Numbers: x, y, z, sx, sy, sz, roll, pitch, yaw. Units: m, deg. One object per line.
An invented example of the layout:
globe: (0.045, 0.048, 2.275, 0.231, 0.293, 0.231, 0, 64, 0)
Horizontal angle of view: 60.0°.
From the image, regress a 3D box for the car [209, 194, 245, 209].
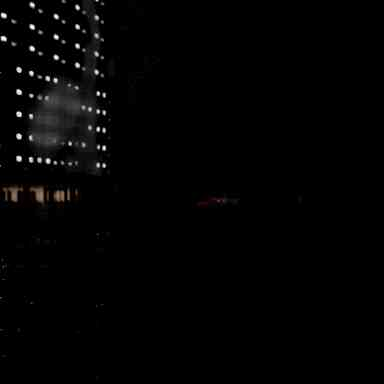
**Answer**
car: (5.125, 1.307, 48.024, 2.150, 2.045, 5.566, 0, -1, 34)

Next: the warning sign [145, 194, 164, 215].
warning sign: (-3.415, 1.095, 30.162, 1.300, 1.860, 1.060, 1, 0, 34)

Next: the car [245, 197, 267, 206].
car: (11.552, 1.634, 58.335, 1.882, 1.535, 5.008, 0, 0, 31)

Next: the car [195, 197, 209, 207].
car: (2.924, 1.686, 50.593, 1.895, 1.301, 4.718, 0, 0, 33)

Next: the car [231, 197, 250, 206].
car: (8.765, 1.671, 60.008, 1.812, 1.442, 4.674, 0, 0, 31)

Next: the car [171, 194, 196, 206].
car: (-1.205, 1.300, 56.321, 2.150, 2.045, 5.566, 0, 0, 33)
